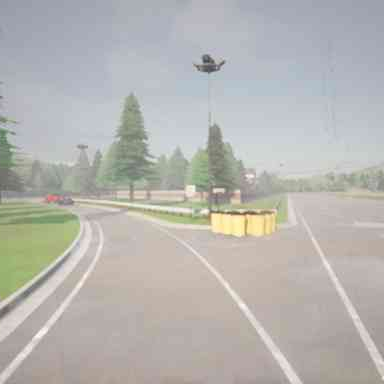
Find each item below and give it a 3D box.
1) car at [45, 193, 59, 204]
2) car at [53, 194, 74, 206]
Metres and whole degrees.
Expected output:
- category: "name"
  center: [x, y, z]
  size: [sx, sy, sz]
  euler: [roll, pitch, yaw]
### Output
- category: "car"
  center: [-27.024, 1.217, 64.527]
  size: [2.150, 2.045, 5.566]
  euler: [0, 0, -34]
- category: "car"
  center: [-21.264, 1.539, 55.884]
  size: [2.128, 1.511, 4.902]
  euler: [0, 0, -34]
